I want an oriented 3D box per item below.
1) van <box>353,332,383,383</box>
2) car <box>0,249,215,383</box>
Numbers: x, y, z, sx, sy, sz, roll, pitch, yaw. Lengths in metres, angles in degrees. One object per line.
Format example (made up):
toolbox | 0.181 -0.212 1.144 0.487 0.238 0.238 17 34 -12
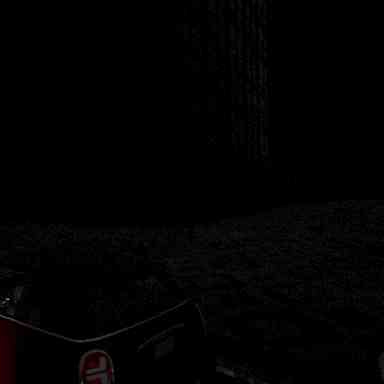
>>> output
van | 2.611 1.334 0.997 3.998 1.788 1.690 0 -1 36
car | -1.835 1.459 4.166 4.097 1.590 1.967 0 -1 36
